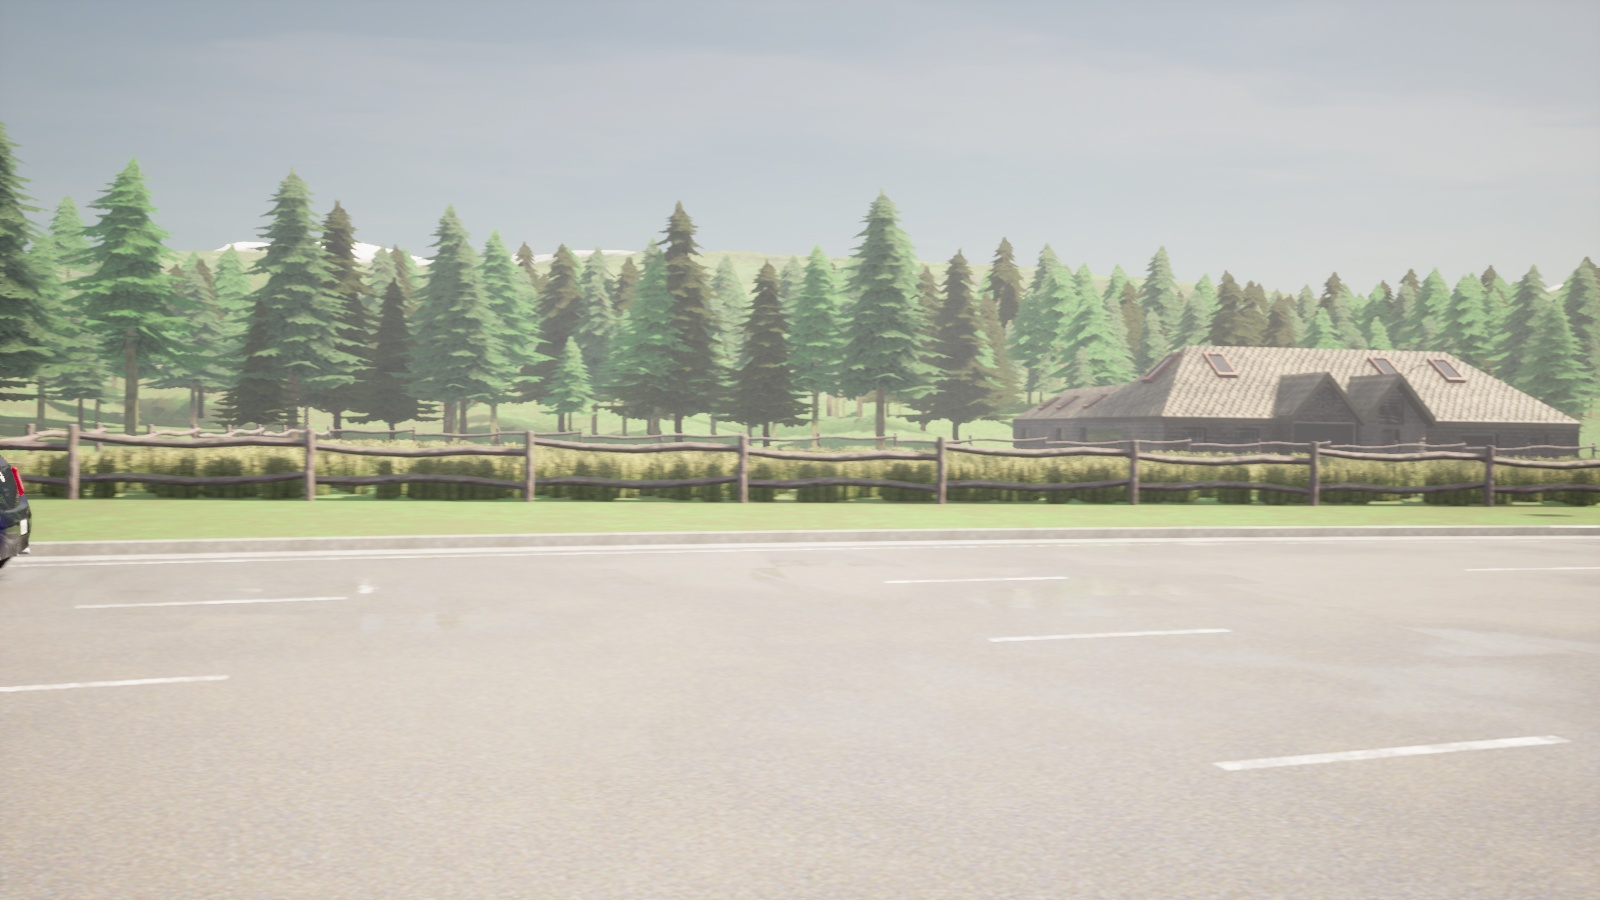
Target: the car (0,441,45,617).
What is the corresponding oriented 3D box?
[{"bbox_3d":[-8.865,0.703,10.980,3.633,1.501,1.845,-1,1,-23],"label":"car"}]
